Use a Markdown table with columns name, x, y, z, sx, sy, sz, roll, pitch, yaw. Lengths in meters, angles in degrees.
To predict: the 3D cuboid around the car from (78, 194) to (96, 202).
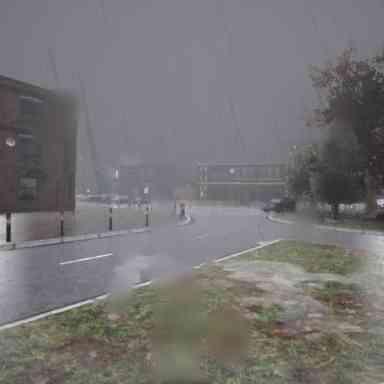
| name | x | y | z | sx | sy | sz | roll | pitch | yaw |
| --- | --- | --- | --- | --- | --- | --- | --- | --- | --- |
| car | -22.070 | 1.332 | 73.415 | 2.185 | 1.767 | 4.553 | 2 | 0 | 31 |

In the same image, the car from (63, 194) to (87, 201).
| name | x | y | z | sx | sy | sz | roll | pitch | yaw |
| --- | --- | --- | --- | --- | --- | --- | --- | --- | --- |
| car | -26.840 | 1.327 | 76.271 | 2.231 | 1.521 | 4.892 | 2 | 0 | 31 |

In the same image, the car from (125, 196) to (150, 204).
| name | x | y | z | sx | sy | sz | roll | pitch | yaw |
| --- | --- | --- | --- | --- | --- | --- | --- | --- | --- |
| car | -10.319 | 1.762 | 66.228 | 2.163 | 1.488 | 4.792 | 1 | -1 | 31 |

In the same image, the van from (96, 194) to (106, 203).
| name | x | y | z | sx | sy | sz | roll | pitch | yaw |
| --- | --- | --- | --- | --- | --- | --- | --- | --- | --- |
| van | -17.494 | 1.351 | 70.475 | 1.878 | 1.987 | 4.442 | 1 | -1 | 31 |

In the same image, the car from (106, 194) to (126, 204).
| name | x | y | z | sx | sy | sz | roll | pitch | yaw |
| --- | --- | --- | --- | --- | --- | --- | --- | --- | --- |
| car | -14.933 | 1.512 | 69.095 | 2.185 | 1.767 | 4.553 | 1 | -1 | 31 |

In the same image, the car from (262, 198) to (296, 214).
| name | x | y | z | sx | sy | sz | roll | pitch | yaw |
| --- | --- | --- | --- | --- | --- | --- | --- | --- | --- |
| car | 11.488 | 1.757 | 43.757 | 5.566 | 2.045 | 2.150 | 2 | -2 | -42 |

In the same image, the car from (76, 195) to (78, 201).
| name | x | y | z | sx | sy | sz | roll | pitch | yaw |
| --- | --- | --- | --- | --- | --- | --- | --- | --- | --- |
| car | -24.576 | 1.388 | 74.886 | 2.097 | 1.535 | 5.008 | 2 | 0 | 31 |
